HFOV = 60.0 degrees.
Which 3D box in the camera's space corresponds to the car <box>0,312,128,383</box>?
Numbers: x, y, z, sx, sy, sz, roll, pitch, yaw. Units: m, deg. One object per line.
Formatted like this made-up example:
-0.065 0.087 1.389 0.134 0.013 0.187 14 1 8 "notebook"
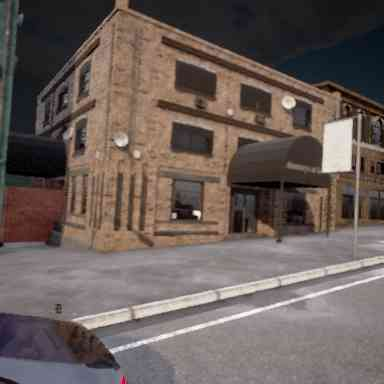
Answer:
-2.459 1.552 1.930 4.181 1.385 1.994 1 0 -35 "car"
